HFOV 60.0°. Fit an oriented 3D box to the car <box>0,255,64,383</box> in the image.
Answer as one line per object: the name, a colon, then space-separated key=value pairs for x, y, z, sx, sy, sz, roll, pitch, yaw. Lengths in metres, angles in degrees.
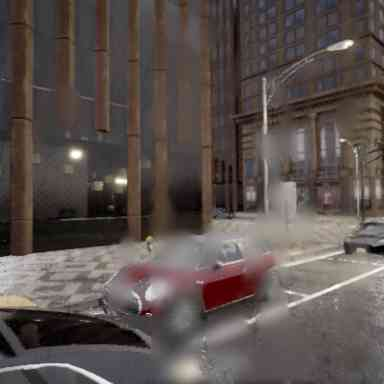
car: x=-4.050 y=1.710 z=3.357 sx=4.829 sy=1.417 sz=1.752 roll=1 pitch=-3 yaw=-42

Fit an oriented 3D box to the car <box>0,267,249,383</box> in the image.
car: x=-1.994 y=1.601 z=1.631 sx=4.892 sy=1.490 sz=1.837 roll=1 pitch=-3 yaw=-42

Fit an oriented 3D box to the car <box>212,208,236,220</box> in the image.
car: x=3.030 y=2.479 z=38.014 sx=1.994 sy=1.385 sz=4.181 roll=1 pitch=-2 yaw=-43

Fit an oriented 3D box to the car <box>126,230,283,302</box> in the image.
car: x=0.152 y=1.703 z=7.202 sx=4.097 sy=1.590 sz=1.967 roll=1 pitch=-3 yaw=-42

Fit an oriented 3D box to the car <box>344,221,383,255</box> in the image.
car: x=8.307 y=1.976 z=14.650 sx=4.313 sy=1.339 sz=1.947 roll=1 pitch=-3 yaw=-42

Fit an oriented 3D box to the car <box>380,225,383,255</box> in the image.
car: x=7.988 y=1.778 z=10.624 sx=4.892 sy=1.490 sz=1.837 roll=1 pitch=-3 yaw=-42
